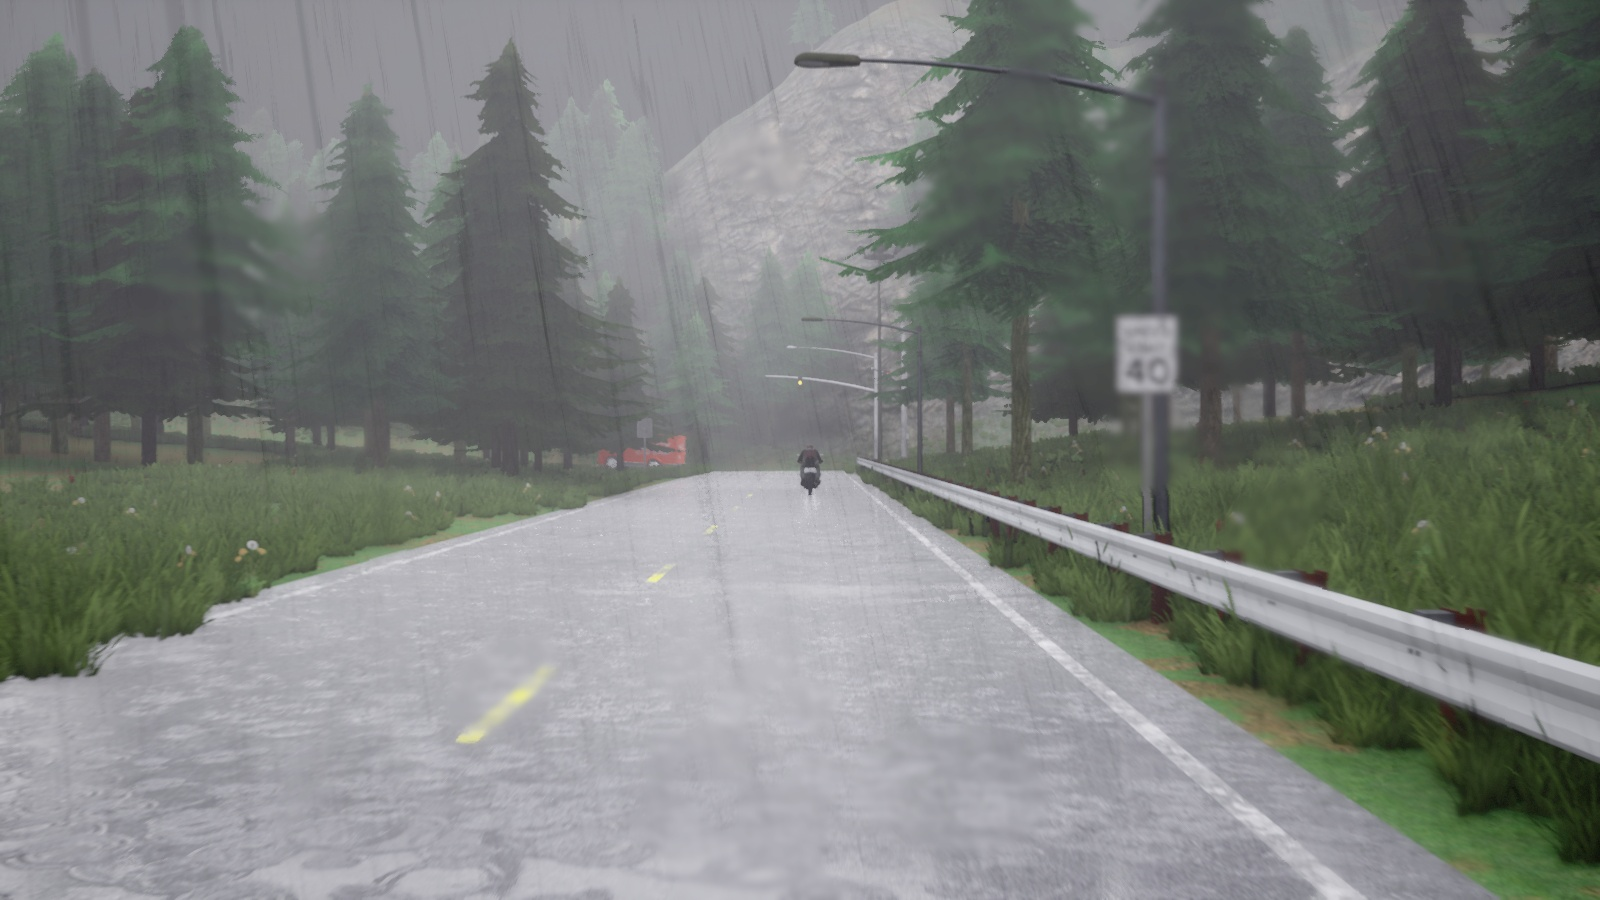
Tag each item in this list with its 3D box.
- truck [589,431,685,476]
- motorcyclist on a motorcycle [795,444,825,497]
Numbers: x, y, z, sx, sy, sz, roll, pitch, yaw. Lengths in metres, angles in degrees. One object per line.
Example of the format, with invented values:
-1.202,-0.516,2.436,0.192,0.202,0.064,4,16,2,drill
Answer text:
-9.979,0.184,77.297,5.204,2.467,2.627,3,2,10,truck
0.302,0.601,37.451,0.866,1.530,2.191,0,0,0,motorcyclist on a motorcycle
